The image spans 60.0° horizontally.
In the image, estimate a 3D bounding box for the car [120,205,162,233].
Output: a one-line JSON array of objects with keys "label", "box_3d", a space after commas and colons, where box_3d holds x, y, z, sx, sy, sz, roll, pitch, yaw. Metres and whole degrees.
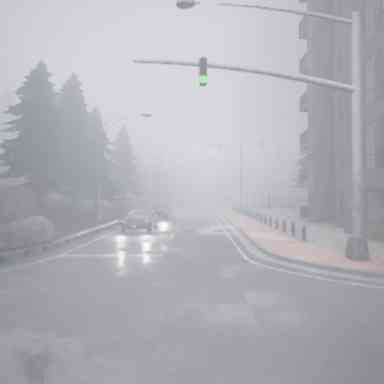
[{"label": "car", "box_3d": [-3.322, 1.752, 21.677, 1.812, 1.442, 4.674, 0, -1, 1]}]

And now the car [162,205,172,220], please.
[{"label": "car", "box_3d": [-3.076, 1.918, 31.833, 1.895, 1.301, 4.718, 0, -1, 2]}]
